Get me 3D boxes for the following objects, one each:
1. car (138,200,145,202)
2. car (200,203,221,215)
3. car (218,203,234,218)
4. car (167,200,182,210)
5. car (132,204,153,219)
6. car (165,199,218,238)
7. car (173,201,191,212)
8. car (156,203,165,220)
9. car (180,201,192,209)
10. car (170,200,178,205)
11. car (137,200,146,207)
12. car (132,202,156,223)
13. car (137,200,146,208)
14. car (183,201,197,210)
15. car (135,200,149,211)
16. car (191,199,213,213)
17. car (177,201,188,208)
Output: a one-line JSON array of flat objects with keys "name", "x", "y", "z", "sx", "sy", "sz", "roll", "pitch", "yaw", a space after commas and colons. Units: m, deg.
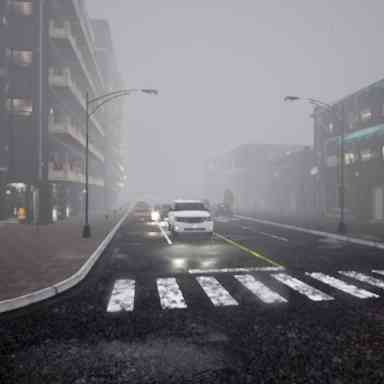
[{"name": "car", "x": -6.035, "y": 1.979, "z": 40.552, "sx": 1.967, "sy": 1.590, "sz": 4.097, "roll": 0, "pitch": -1, "yaw": -9}, {"name": "car", "x": 2.236, "y": 2.150, "z": 41.803, "sx": 1.802, "sy": 1.307, "sz": 4.206, "roll": -1, "pitch": -1, "yaw": -9}, {"name": "car", "x": 3.125, "y": 1.932, "z": 36.200, "sx": 1.967, "sy": 1.590, "sz": 4.097, "roll": -1, "pitch": -1, "yaw": -9}, {"name": "car", "x": -3.171, "y": 2.300, "z": 59.813, "sx": 2.128, "sy": 1.511, "sz": 4.902, "roll": 0, "pitch": -1, "yaw": -9}, {"name": "car", "x": -5.200, "y": 2.014, "z": 34.935, "sx": 2.008, "sy": 1.369, "sz": 4.403, "roll": 0, "pitch": -1, "yaw": -9}, {"name": "car", "x": -0.230, "y": 1.490, "z": 20.035, "sx": 2.150, "sy": 2.045, "sz": 5.566, "roll": 0, "pitch": -1, "yaw": -8}, {"name": "car", "x": -1.589, "y": 2.162, "z": 49.639, "sx": 2.128, "sy": 1.511, "sz": 4.902, "roll": 0, "pitch": -1, "yaw": -9}, {"name": "car", "x": -2.214, "y": 1.916, "z": 32.847, "sx": 1.882, "sy": 1.535, "sz": 5.008, "roll": 0, "pitch": -1, "yaw": -9}, {"name": "car", "x": -1.242, "y": 2.455, "z": 64.243, "sx": 1.802, "sy": 1.307, "sz": 4.206, "roll": -1, "pitch": -1, "yaw": -9}, {"name": "car", "x": -4.747, "y": 2.709, "z": 86.851, "sx": 1.752, "sy": 1.417, "sz": 4.829, "roll": -1, "pitch": -1, "yaw": -9}, {"name": "car", "x": -11.268, "y": 2.548, "z": 74.208, "sx": 2.008, "sy": 1.369, "sz": 4.403, "roll": 0, "pitch": -1, "yaw": -9}, {"name": "car", "x": -4.358, "y": 1.910, "z": 29.149, "sx": 1.752, "sy": 1.417, "sz": 4.829, "roll": 0, "pitch": -1, "yaw": -9}, {"name": "car", "x": -10.398, "y": 2.465, "z": 68.598, "sx": 1.887, "sy": 1.381, "sz": 4.507, "roll": 0, "pitch": -1, "yaw": -9}, {"name": "car", "x": -0.399, "y": 2.324, "z": 58.802, "sx": 1.752, "sy": 1.417, "sz": 4.829, "roll": -1, "pitch": -1, "yaw": -9}, {"name": "car", "x": -7.796, "y": 2.131, "z": 51.768, "sx": 1.967, "sy": 1.590, "sz": 4.097, "roll": 0, "pitch": -1, "yaw": -9}, {"name": "car", "x": 1.364, "y": 1.959, "z": 47.417, "sx": 2.192, "sy": 1.841, "sz": 5.009, "roll": -1, "pitch": -1, "yaw": -9}, {"name": "car", "x": -2.112, "y": 2.531, "z": 69.853, "sx": 1.802, "sy": 1.307, "sz": 4.206, "roll": -1, "pitch": -1, "yaw": -9}]
